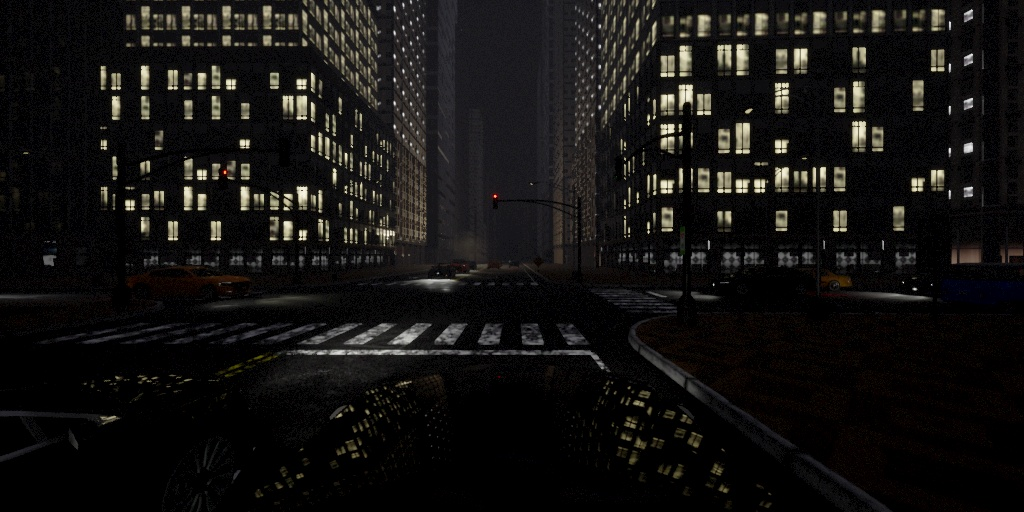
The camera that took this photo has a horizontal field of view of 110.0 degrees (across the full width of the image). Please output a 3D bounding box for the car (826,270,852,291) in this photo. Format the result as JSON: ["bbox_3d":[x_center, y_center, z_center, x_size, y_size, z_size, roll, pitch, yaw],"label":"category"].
[{"bbox_3d":[17.177,1.294,21.268,4.829,1.417,1.751,0,0,2],"label":"car"}]

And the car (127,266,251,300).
[{"bbox_3d":[-15.237,1.237,17.066,5.008,1.535,1.882,0,0,1],"label":"car"}]

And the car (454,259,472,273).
[{"bbox_3d":[-6.407,1.154,43.328,2.097,1.767,4.553,0,0,0],"label":"car"}]

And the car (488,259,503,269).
[{"bbox_3d":[-2.884,1.325,59.230,1.882,1.535,5.008,0,0,0],"label":"car"}]

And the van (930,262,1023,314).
[{"bbox_3d":[18.409,1.120,13.090,3.998,1.789,1.690,0,0,2],"label":"van"}]

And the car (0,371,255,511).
[{"bbox_3d":[-3.155,1.241,1.132,2.128,1.511,4.902,0,0,0],"label":"car"}]

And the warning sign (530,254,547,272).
[{"bbox_3d":[3.033,0.912,41.321,1.300,1.860,1.060,0,0,0],"label":"warning sign"}]

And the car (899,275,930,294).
[{"bbox_3d":[23.464,1.324,18.412,5.357,1.411,2.033,0,0,2],"label":"car"}]

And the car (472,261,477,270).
[{"bbox_3d":[-6.354,1.377,53.825,2.033,1.411,5.357,0,0,0],"label":"car"}]

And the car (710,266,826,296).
[{"bbox_3d":[13.064,1.274,18.836,4.892,1.490,1.837,0,0,2],"label":"car"}]

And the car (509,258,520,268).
[{"bbox_3d":[0.390,1.359,64.826,2.128,1.511,4.902,0,0,1],"label":"car"}]

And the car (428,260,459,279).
[{"bbox_3d":[-6.453,1.345,33.331,1.994,1.385,4.181,0,0,0],"label":"car"}]
